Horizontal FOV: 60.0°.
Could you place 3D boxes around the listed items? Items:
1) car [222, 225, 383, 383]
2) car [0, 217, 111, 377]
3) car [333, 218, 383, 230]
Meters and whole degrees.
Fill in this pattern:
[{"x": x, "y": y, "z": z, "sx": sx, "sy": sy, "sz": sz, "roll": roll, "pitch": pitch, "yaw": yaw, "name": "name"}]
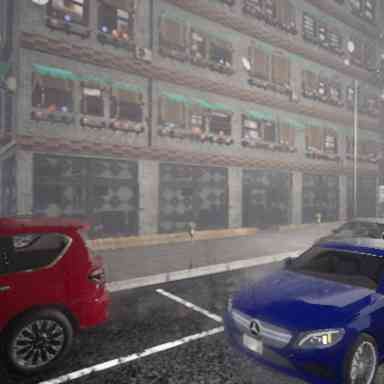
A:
[{"x": 2.602, "y": 1.508, "z": 5.232, "sx": 4.674, "sy": 1.442, "sz": 1.812, "roll": 0, "pitch": 0, "yaw": -35, "name": "car"}, {"x": -3.506, "y": 1.318, "z": 4.040, "sx": 5.009, "sy": 1.841, "sz": 2.192, "roll": 0, "pitch": 1, "yaw": -35, "name": "car"}, {"x": 5.698, "y": 1.529, "z": 10.601, "sx": 4.313, "sy": 1.339, "sz": 1.947, "roll": 0, "pitch": 1, "yaw": -35, "name": "car"}]
